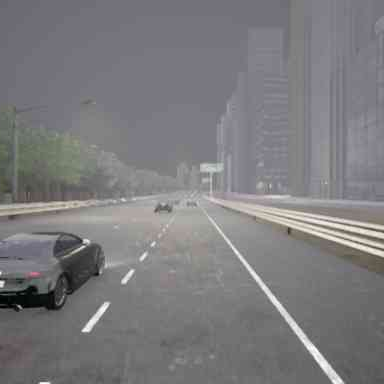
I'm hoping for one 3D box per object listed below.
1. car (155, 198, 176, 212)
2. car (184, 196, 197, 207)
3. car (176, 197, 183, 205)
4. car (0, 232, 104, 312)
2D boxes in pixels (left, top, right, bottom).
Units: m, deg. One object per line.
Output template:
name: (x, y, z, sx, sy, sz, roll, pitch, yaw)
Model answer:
car: (-3.581, 1.695, 43.571, 2.097, 1.767, 4.553, 0, 0, 0)
car: (-0.074, 1.971, 62.866, 2.128, 1.511, 4.902, 0, -1, 0)
car: (-3.716, 2.078, 73.658, 2.128, 1.511, 4.902, 0, 0, 0)
car: (-3.503, 1.628, 7.937, 1.994, 1.385, 4.181, 0, 0, 0)
